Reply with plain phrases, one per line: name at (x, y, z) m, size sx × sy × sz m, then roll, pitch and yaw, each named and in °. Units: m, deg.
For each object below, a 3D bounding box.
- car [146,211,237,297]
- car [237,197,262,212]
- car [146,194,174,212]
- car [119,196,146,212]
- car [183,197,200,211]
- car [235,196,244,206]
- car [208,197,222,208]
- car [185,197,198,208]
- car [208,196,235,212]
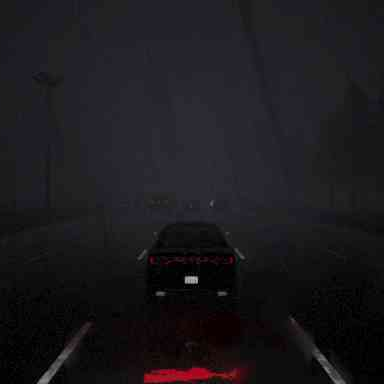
car at (-0.016, 1.478, 8.636) m, size 1.882 × 1.535 × 5.008 m, roll 0°, pitch 0°, yaw 0°
car at (6.924, 1.564, 39.257) m, size 1.994 × 1.385 × 4.181 m, roll 0°, pitch 0°, yaw 0°
car at (-3.577, 1.221, 38.695) m, size 2.150 × 2.045 × 5.566 m, roll 0°, pitch 0°, yaw 0°
car at (-7.077, 1.547, 38.626) m, size 2.033 × 1.411 × 5.357 m, roll 0°, pitch 0°, yaw 0°
car at (-0.073, 1.564, 39.453) m, size 1.994 × 1.385 × 4.181 m, roll 0°, pitch 0°, yaw 0°
car at (6.903, 1.352, 49.233) m, size 2.097 × 1.767 × 4.553 m, roll 0°, pitch 0°, yaw 0°
car at (3.404, 1.526, 49.294) m, size 1.812 × 1.442 × 4.674 m, roll 0°, pitch 0°, yaw 0°
car at (-0.095, 1.505, 49.458) m, size 1.837 × 1.490 × 4.892 m, roll 0°, pitch 0°, yaw 0°
car at (3.426, 1.491, 39.079) m, size 2.128 × 1.511 × 4.902 m, roll 0°, pitch 0°, yaw 0°
